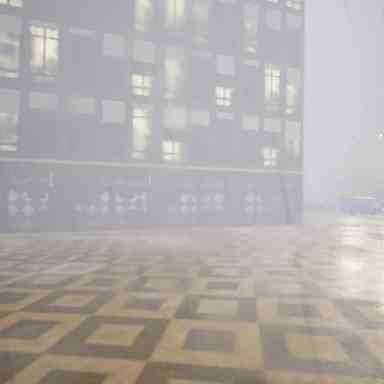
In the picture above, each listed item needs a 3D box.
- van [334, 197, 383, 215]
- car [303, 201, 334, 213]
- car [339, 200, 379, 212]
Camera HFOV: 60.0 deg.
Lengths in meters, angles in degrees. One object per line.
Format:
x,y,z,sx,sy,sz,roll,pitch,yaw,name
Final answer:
16.747,1.401,33.415,1.690,1.788,3.998,1,-1,-22,van
14.566,1.684,38.513,1.802,1.307,4.206,1,-1,-22,car
21.567,1.784,43.044,1.887,1.381,4.507,1,-1,-21,car
